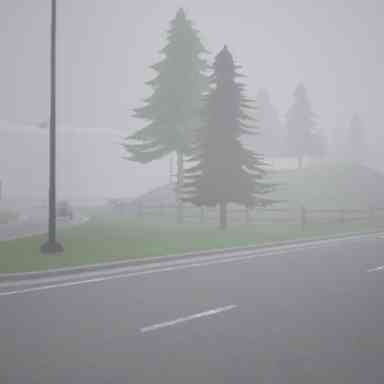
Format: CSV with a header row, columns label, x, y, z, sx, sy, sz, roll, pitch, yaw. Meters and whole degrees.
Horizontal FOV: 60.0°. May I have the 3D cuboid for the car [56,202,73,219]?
label,x,y,z,sx,sy,sz,roll,pitch,yaw
car,-11.482,1.591,29.150,2.033,1.411,5.357,1,0,-22
